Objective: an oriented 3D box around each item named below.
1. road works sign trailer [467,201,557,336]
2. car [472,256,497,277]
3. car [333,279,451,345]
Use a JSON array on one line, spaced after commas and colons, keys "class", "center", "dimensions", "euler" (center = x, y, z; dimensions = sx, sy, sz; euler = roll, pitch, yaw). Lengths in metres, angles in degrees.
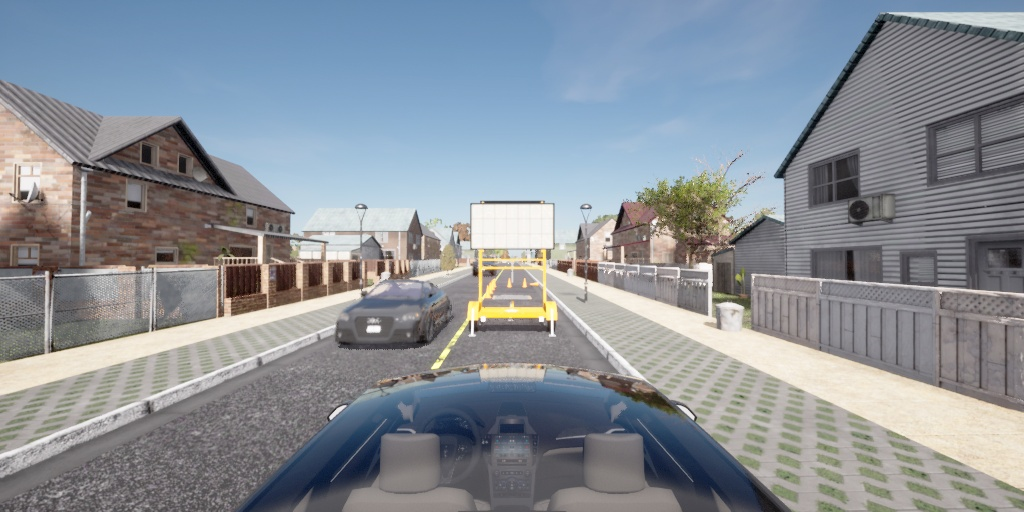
[{"class": "road works sign trailer", "center": [0.014, 0.219, 10.344], "dimensions": [2.380, 3.560, 2.880], "euler": [0, 0, 0]}, {"class": "car", "center": [-2.752, 1.027, 36.485], "dimensions": [2.150, 2.045, 5.566], "euler": [0, 0, 0]}, {"class": "car", "center": [-2.848, 1.318, 9.390], "dimensions": [1.994, 1.385, 4.181], "euler": [0, 0, 0]}]
